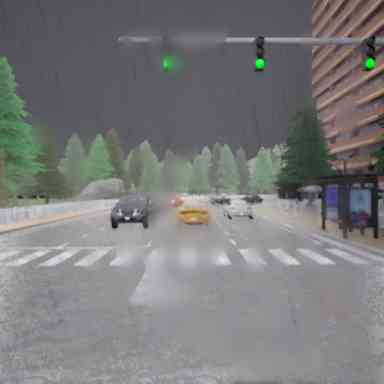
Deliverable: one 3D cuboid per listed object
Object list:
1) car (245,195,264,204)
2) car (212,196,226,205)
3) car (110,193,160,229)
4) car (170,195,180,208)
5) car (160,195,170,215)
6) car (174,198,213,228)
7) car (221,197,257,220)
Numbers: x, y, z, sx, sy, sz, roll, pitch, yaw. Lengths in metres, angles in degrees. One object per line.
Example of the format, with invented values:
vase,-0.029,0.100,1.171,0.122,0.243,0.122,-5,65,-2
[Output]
car,9.553,1.161,51.650,1.837,1.490,4.892,0,1,34
car,4.559,1.286,50.271,1.895,1.301,4.718,0,0,30
car,-3.576,1.100,21.212,2.150,2.045,5.566,0,0,0
car,-2.597,1.121,40.799,2.097,1.767,4.553,0,0,12
car,-3.485,1.179,30.853,2.097,1.767,4.553,0,0,0
car,0.103,1.340,20.936,1.882,1.535,5.008,0,0,0
car,3.595,1.343,26.328,1.812,1.442,4.674,0,0,0
